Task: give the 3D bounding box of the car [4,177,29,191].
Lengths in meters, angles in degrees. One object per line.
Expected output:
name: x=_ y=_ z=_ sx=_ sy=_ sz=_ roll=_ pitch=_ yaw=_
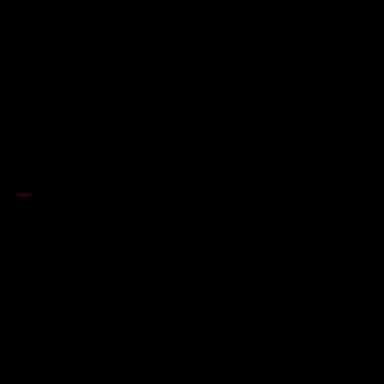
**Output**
car: x=-21.351 y=-1.038 z=40.516 sx=1.837 sy=1.490 sz=4.892 roll=3 pitch=3 yaw=-41
